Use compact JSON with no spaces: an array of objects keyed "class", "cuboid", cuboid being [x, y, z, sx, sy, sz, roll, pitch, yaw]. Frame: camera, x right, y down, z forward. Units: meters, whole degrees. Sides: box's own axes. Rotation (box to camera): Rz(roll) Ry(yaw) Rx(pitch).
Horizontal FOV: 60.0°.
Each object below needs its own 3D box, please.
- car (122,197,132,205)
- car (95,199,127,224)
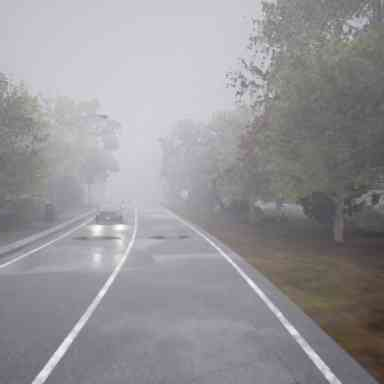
[{"class":"car","cuboid":[-12.836,1.645,65.684,2.128,1.511,4.902,1,-3,-10]},{"class":"car","cuboid":[-5.977,1.470,24.499,1.812,1.442,4.674,1,0,-9]}]
